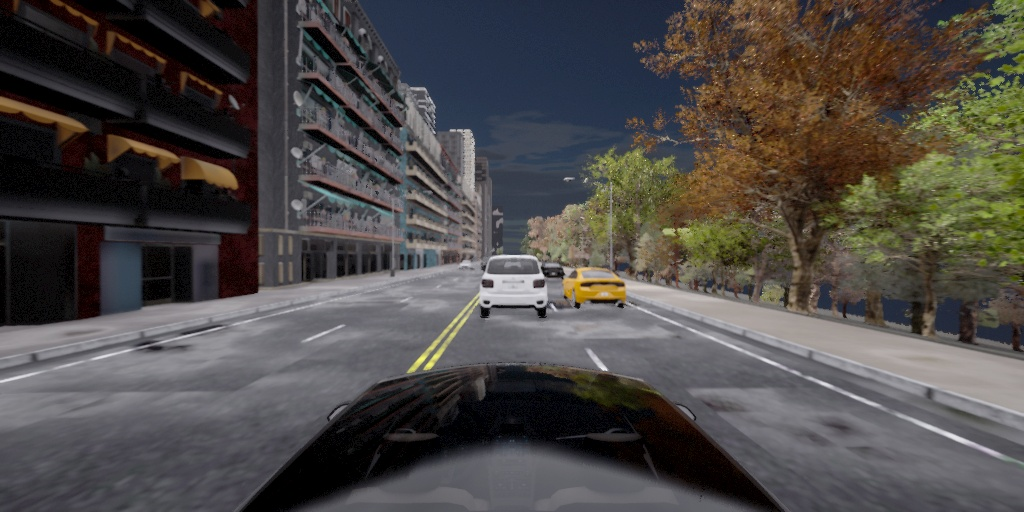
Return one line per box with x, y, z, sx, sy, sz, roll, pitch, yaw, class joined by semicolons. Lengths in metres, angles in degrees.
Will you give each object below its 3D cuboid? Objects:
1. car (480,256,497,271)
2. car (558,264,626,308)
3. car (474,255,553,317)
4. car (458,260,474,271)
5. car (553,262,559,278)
-3.342;1.034;51.825;2.150;2.045;5.566;0;0;0;car
3.323;1.242;15.291;1.882;1.535;5.008;0;-1;0;car
0.062;0.985;13.310;2.150;2.045;5.566;0;0;0;car
-6.590;1.339;52.062;1.812;1.442;4.674;0;0;0;car
3.322;1.261;31.078;1.882;1.535;5.008;0;0;0;car
